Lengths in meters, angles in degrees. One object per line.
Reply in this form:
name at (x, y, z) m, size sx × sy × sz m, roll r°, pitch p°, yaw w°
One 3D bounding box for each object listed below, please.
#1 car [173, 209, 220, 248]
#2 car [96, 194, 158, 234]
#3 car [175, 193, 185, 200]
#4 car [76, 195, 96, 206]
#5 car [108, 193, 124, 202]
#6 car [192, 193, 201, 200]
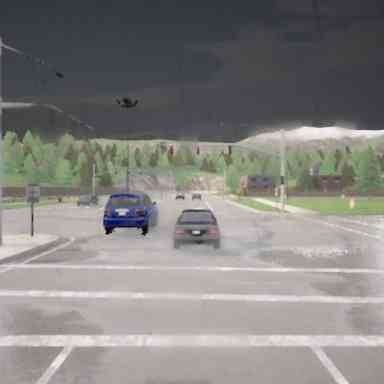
car at (0.205, 1.447, 14.199) m, size 2.033 × 1.411 × 5.357 m, roll 0°, pitch 0°, yaw 1°
car at (-3.227, 1.093, 18.264) m, size 2.150 × 2.045 × 5.566 m, roll 0°, pitch 0°, yaw 1°
car at (-2.511, 0.931, 70.921) m, size 1.895 × 1.301 × 4.718 m, roll 0°, pitch 0°, yaw 1°
car at (-14.470, 1.178, 46.190) m, size 1.837 × 1.490 × 4.892 m, roll 0°, pitch 1°, yaw 1°
car at (-14.167, 1.043, 62.184) m, size 1.882 × 1.535 × 5.008 m, roll 0°, pitch 0°, yaw 1°
car at (0.988, 0.889, 70.839) m, size 1.994 × 1.385 × 4.181 m, roll 0°, pitch 0°, yaw 1°
